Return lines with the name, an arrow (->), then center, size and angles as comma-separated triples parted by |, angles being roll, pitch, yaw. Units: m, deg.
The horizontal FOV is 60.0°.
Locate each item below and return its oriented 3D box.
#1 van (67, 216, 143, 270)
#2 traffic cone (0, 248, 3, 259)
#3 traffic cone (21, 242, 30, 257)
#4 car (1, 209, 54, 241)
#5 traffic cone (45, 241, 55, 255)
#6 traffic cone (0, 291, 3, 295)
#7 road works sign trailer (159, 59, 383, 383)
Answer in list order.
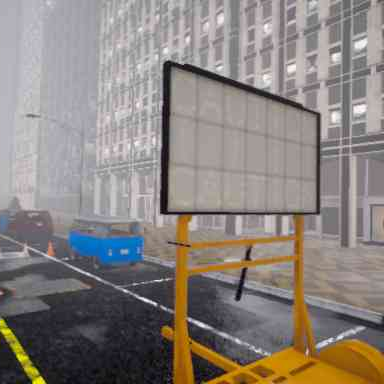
van -> -3.453, 1.843, 12.807 | 1.690, 1.788, 3.998 | 2, -3, -39
traffic cone -> -7.864, 2.404, 13.539 | 0.340, 0.580, 0.340 | 3, -3, -39
traffic cone -> -7.085, 2.446, 14.165 | 0.340, 0.580, 0.340 | 3, -3, -39
car -> -10.575, 2.062, 21.664 | 2.192, 1.841, 5.009 | 2, -3, -39
traffic cone -> -6.306, 2.488, 14.790 | 0.340, 0.580, 0.340 | 3, -3, -39
traffic cone -> -4.885, 2.232, 8.239 | 0.340, 0.580, 0.340 | 3, -3, -39
road works sign trailer -> 0.517, 0.648, 3.685 | 2.380, 3.560, 2.880 | 3, -3, -39
